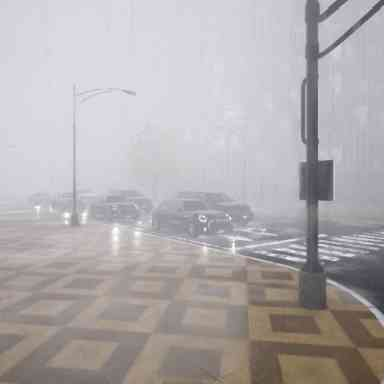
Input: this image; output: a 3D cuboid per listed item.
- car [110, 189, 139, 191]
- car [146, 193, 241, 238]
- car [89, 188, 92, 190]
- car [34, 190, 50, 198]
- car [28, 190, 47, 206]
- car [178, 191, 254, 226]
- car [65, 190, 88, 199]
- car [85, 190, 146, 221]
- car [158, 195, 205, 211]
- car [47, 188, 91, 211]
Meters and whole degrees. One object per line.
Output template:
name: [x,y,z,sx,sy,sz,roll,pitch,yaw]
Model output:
car: [-5.512,0.756,28.615,2.150,2.045,5.566,0,1,-38]
car: [-0.076,1.126,16.498,2.097,1.767,4.553,0,1,-38]
car: [-12.134,0.559,37.049,2.150,2.045,5.566,0,1,-37]
car: [-28.763,0.282,63.742,1.812,1.442,4.674,0,1,-38]
car: [-17.845,0.772,39.075,1.812,1.442,4.674,0,1,-38]
car: [1.114,0.952,20.193,2.150,2.045,5.566,0,1,-40]
car: [-20.174,0.481,58.108,2.033,1.411,5.357,0,1,-40]
car: [-5.492,0.966,23.340,2.097,1.767,4.553,0,1,-38]
car: [-1.201,1.047,33.963,2.033,1.411,5.357,0,1,-38]
car: [-11.528,0.787,31.001,2.097,1.767,4.553,0,1,-38]
